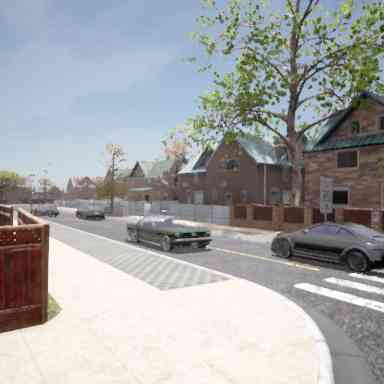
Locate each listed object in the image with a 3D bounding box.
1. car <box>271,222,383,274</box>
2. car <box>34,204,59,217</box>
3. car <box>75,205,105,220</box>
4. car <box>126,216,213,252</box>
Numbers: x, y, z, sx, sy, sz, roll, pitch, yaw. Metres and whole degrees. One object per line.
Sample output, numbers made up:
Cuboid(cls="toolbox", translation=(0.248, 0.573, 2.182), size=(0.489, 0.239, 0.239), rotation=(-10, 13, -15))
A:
Cuboid(cls="car", translation=(4.734, 1.706, 11.263), size=(1.994, 1.385, 4.181), rotation=(2, -2, -34))
Cuboid(cls="car", translation=(-15.989, 1.997, 36.529), size=(1.994, 1.385, 4.181), rotation=(2, -2, -34))
Cuboid(cls="car", translation=(-10.220, 1.996, 33.232), size=(1.994, 1.385, 4.181), rotation=(2, -2, -34))
Cuboid(cls="car", translation=(-1.150, 1.733, 14.663), size=(1.895, 1.301, 4.718), rotation=(2, -2, -34))
